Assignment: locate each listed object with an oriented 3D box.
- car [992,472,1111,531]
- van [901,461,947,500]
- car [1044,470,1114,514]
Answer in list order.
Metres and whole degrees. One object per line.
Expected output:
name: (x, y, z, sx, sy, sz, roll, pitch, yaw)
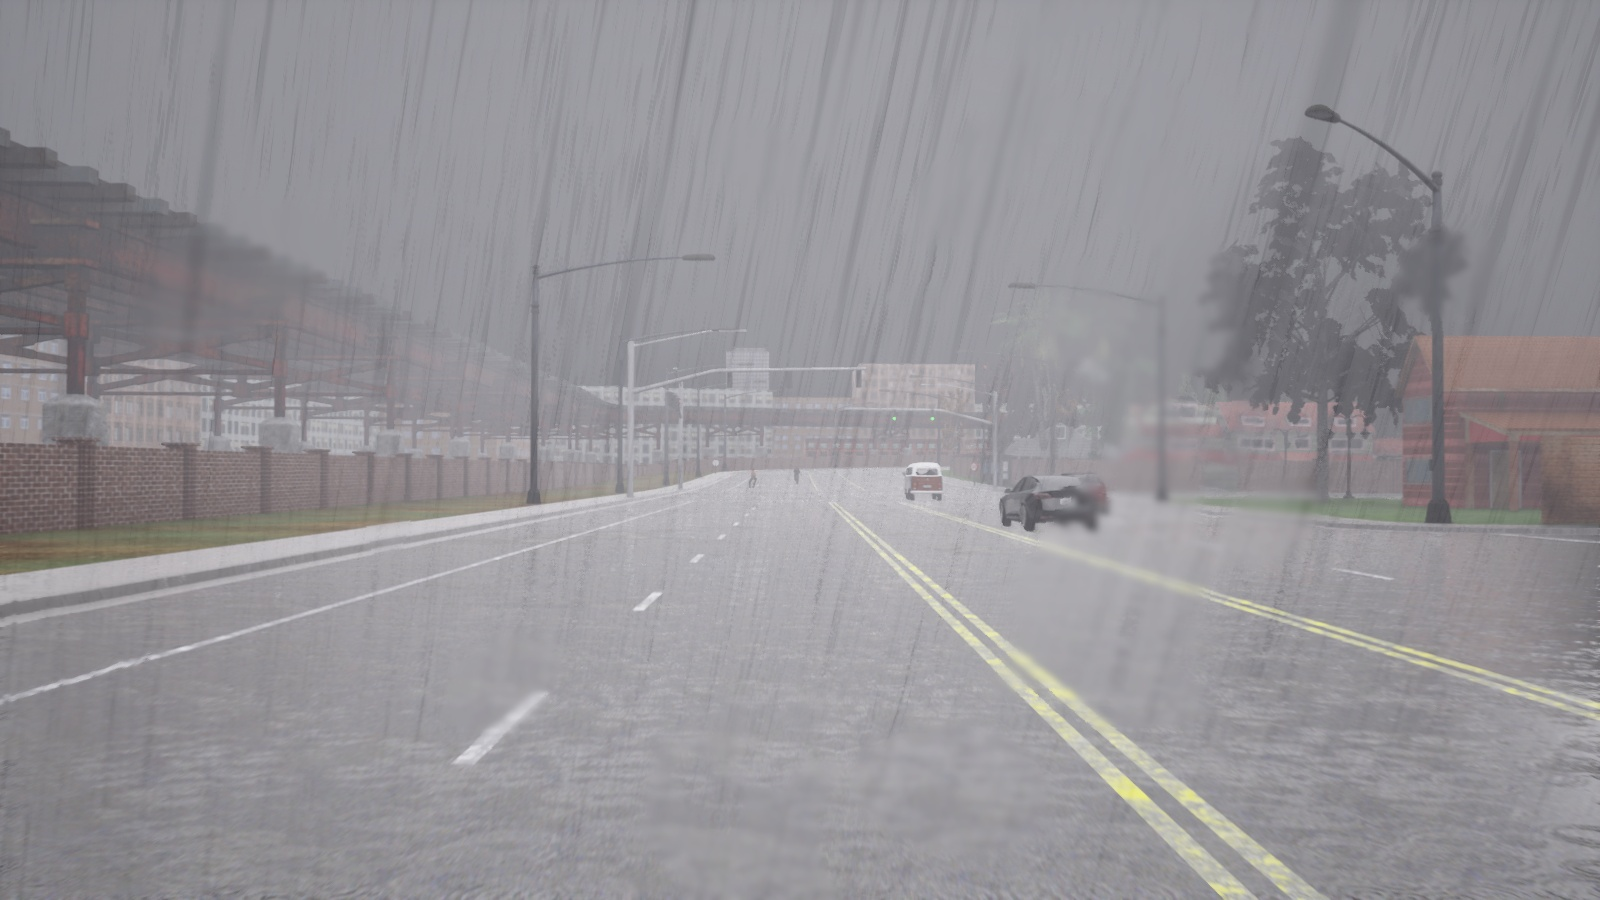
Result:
car: (6.846, 1.369, 34.745, 2.163, 1.488, 4.792, 0, -1, -2)
van: (6.821, 1.675, 69.547, 2.069, 2.038, 4.480, 0, -1, 0)
car: (10.379, 1.538, 46.984, 1.789, 1.549, 3.705, 0, -1, 0)
